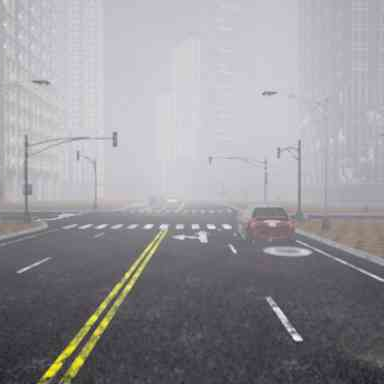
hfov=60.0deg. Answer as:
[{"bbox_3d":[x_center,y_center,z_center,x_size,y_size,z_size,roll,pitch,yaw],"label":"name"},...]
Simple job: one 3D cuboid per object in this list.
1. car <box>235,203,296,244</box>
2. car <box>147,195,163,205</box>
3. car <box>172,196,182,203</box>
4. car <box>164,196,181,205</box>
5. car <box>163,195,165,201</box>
[{"bbox_3d":[3.351,1.368,15.979,2.097,1.767,4.553,0,0,0],"label":"car"},{"bbox_3d":[-6.544,1.523,57.648,1.837,1.490,4.892,0,0,1],"label":"car"},{"bbox_3d":[-3.318,1.544,73.223,2.033,1.411,5.357,0,0,-1],"label":"car"},{"bbox_3d":[-3.293,1.544,57.757,1.812,1.442,4.674,0,0,1],"label":"car"},{"bbox_3d":[-6.567,1.506,73.099,1.837,1.490,4.892,0,0,-1],"label":"car"}]
